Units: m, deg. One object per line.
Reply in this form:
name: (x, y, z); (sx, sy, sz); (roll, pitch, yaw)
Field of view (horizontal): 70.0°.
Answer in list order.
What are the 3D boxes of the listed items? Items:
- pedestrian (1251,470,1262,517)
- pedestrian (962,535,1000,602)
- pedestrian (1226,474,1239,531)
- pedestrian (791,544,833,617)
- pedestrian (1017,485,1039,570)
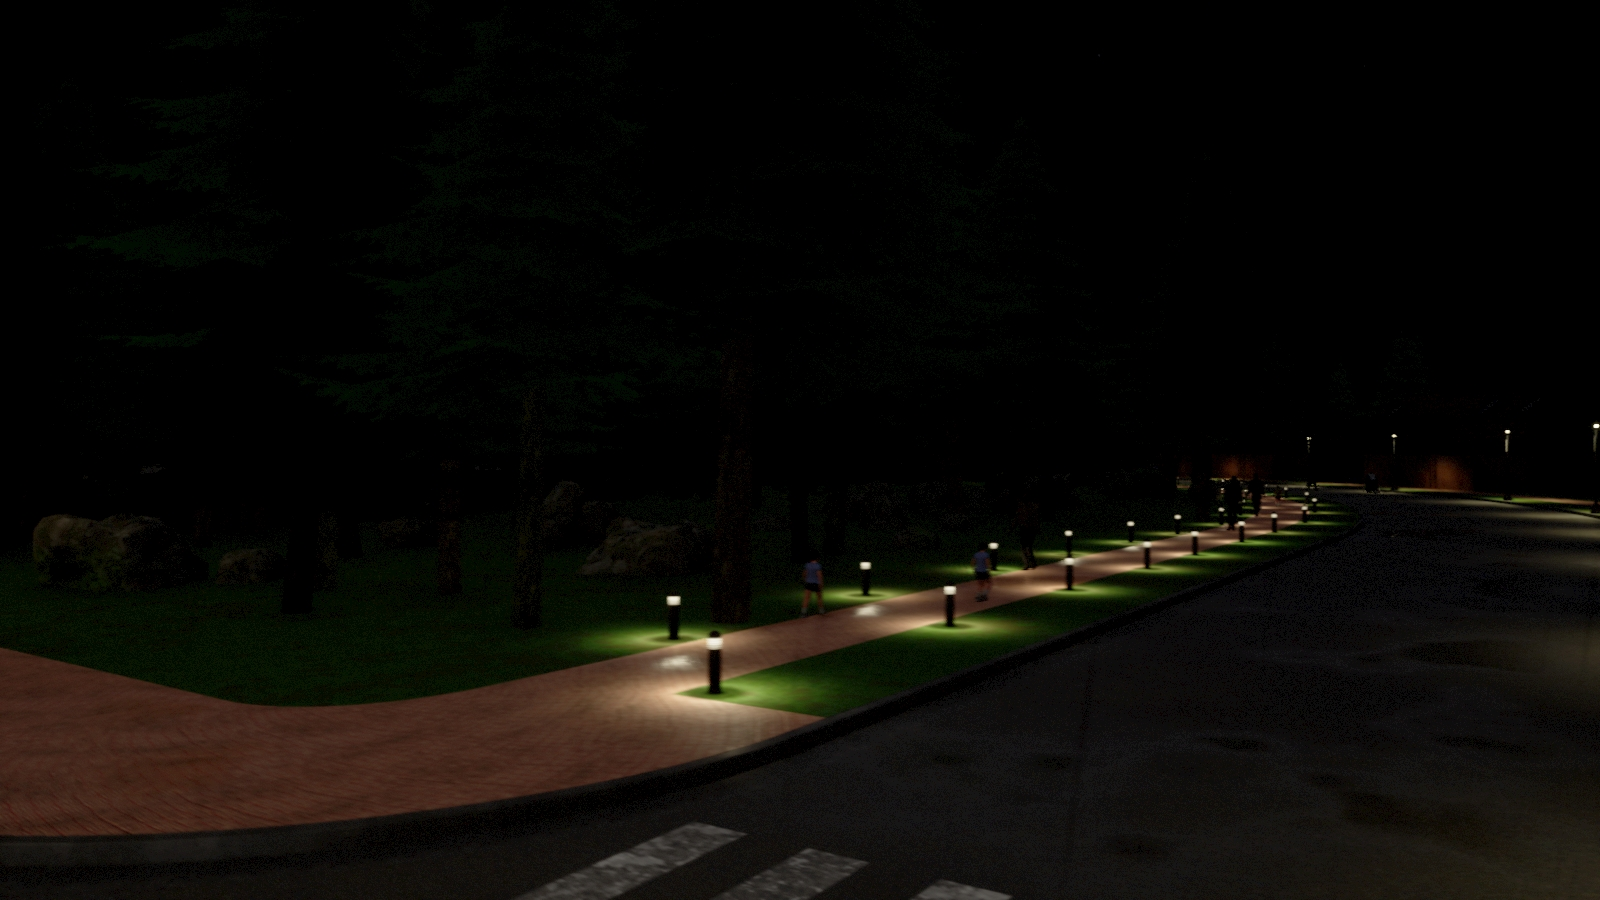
pedestrian: (18.203, 1.737, 45.546); (0.375, 1.860, 0.375); (0, 0, 26)
pedestrian: (3.190, 2.077, 20.145); (0.500, 1.100, 0.500); (0, 0, 36)
pedestrian: (14.303, 1.727, 37.781); (0.375, 1.860, 0.375); (0, 0, 27)
pedestrian: (0.197, 2.073, 18.274); (0.500, 1.100, 0.500); (0, 0, 29)
pedestrian: (5.047, 1.703, 25.270); (0.375, 1.860, 0.375); (0, 0, 33)
